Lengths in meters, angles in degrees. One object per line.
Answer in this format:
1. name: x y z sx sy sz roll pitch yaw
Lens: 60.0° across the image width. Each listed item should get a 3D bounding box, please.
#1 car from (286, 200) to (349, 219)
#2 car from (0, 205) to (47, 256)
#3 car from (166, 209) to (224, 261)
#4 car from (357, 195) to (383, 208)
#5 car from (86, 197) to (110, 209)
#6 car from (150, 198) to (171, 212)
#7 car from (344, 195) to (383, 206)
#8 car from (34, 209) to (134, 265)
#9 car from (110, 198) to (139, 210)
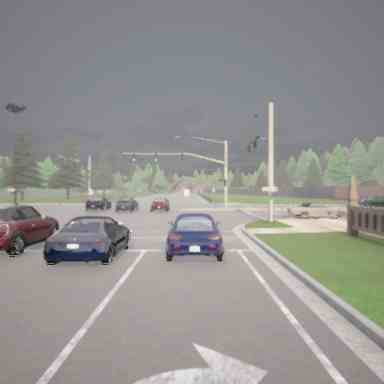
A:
1. car: 10.286 1.479 27.139 4.718 1.301 1.895 0 0 3
2. car: -6.912 1.293 12.946 2.097 1.767 4.553 0 0 0
3. car: 0.091 1.472 11.936 1.812 1.442 4.674 0 0 0
4. car: 23.007 1.166 41.869 4.553 1.767 2.097 0 0 1
5. car: -10.408 1.310 37.376 1.882 1.535 5.008 0 0 0
6. car: -3.421 1.361 36.834 1.812 1.442 4.674 0 0 0
7. car: 25.262 1.273 48.835 4.902 1.511 2.128 0 0 1
8. car: -3.411 1.512 11.532 1.994 1.385 4.181 0 0 0
9. car: -6.909 1.331 35.807 2.128 1.511 4.902 0 0 0
